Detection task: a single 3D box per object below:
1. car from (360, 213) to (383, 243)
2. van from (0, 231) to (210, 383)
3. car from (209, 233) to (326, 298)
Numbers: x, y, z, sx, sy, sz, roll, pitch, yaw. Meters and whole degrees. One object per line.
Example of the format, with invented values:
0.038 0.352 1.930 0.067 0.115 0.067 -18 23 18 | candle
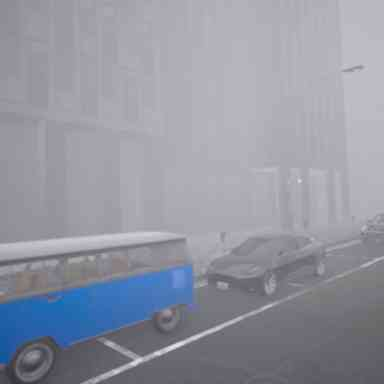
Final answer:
10.373 1.810 17.418 4.097 1.590 1.967 0 -3 -44 | car
-1.750 1.648 5.620 3.998 1.788 1.690 0 -3 -44 | van
2.297 1.891 9.545 4.313 1.339 1.947 0 -3 -44 | car
